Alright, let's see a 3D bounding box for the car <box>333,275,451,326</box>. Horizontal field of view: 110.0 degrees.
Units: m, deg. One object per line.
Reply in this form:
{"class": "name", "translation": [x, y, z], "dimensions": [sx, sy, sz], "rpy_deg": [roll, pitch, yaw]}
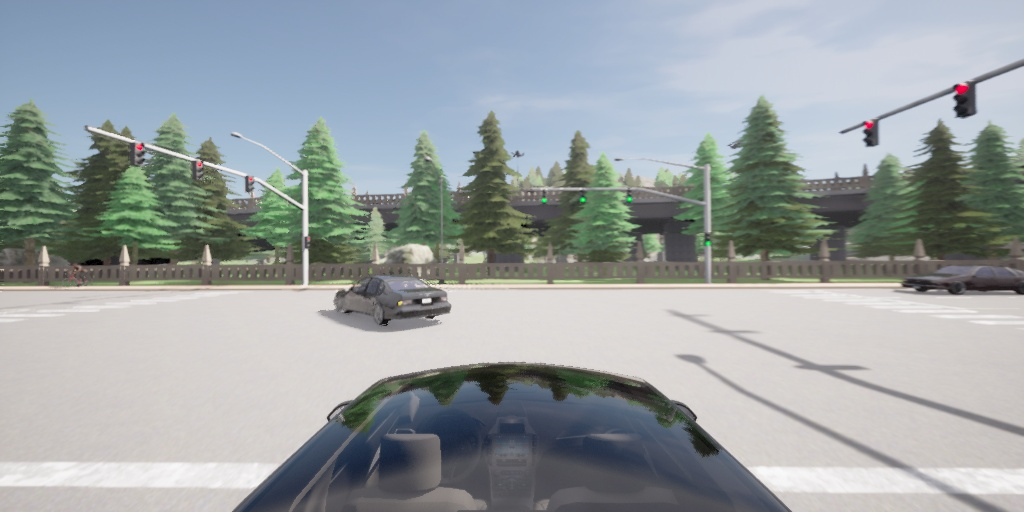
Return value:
{"class": "car", "translation": [-4.201, 1.339, 12.039], "dimensions": [2.033, 1.411, 5.357], "rpy_deg": [0, 0, -44]}

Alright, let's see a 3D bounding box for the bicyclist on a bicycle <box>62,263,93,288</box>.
{"class": "bicyclist on a bicycle", "translation": [-28.813, 1.280, 23.785], "dimensions": [0.582, 1.620, 1.656], "rpy_deg": [0, 0, 2]}

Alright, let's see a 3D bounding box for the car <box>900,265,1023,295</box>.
{"class": "car", "translation": [22.915, 1.157, 17.833], "dimensions": [5.357, 1.411, 2.033], "rpy_deg": [0, 0, 3]}
